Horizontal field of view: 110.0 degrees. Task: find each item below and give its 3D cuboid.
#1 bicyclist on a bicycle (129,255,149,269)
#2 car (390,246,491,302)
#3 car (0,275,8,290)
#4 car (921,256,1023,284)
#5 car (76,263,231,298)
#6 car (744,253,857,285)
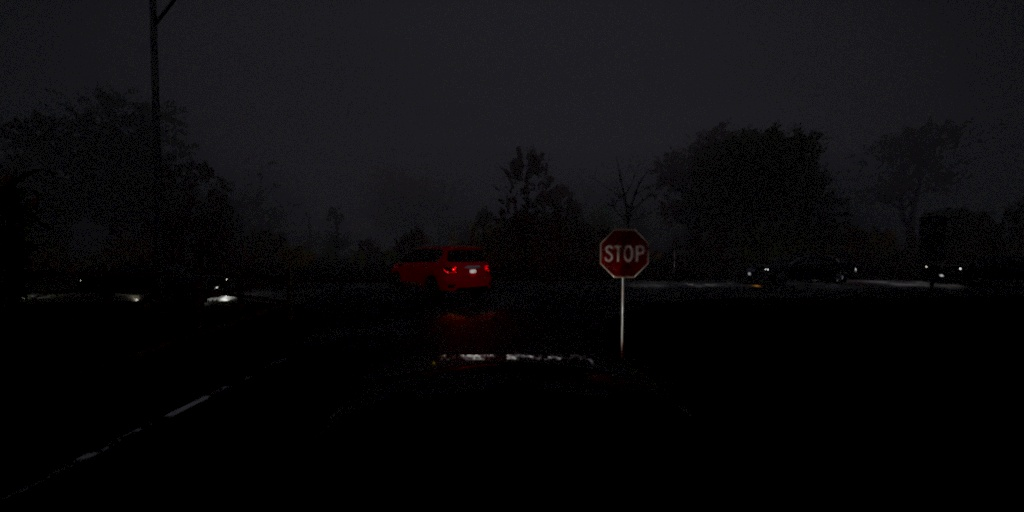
[{"bbox_3d":[-22.456,0.766,21.672,0.582,1.620,1.656,0,2,1],"label":"bicyclist on a bicycle"},{"bbox_3d":[-3.112,0.598,14.888,2.150,2.045,5.566,-1,1,-39],"label":"car"},{"bbox_3d":[-25.280,1.009,15.740,5.008,1.535,1.882,0,2,1],"label":"car"},{"bbox_3d":[23.894,0.655,18.088,4.718,1.301,1.895,0,2,1],"label":"car"},{"bbox_3d":[-15.501,1.007,15.621,5.357,1.411,2.033,0,2,1],"label":"car"},{"bbox_3d":[14.515,0.621,18.200,4.902,1.511,2.128,0,2,1],"label":"car"}]
